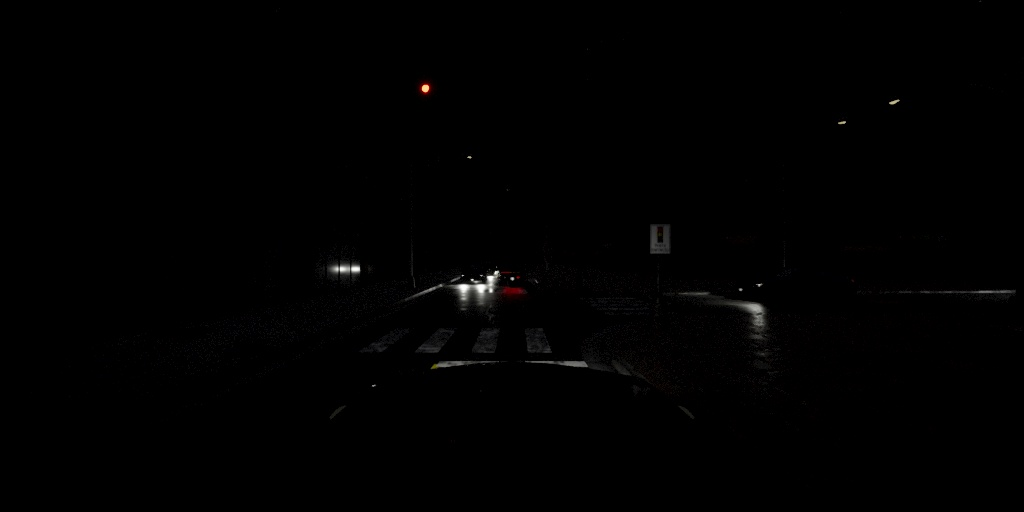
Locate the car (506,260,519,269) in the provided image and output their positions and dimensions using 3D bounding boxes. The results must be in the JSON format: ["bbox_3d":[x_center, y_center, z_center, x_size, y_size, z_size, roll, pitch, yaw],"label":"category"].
[{"bbox_3d":[0.055,1.337,60.141,2.033,1.411,5.357,0,0,0],"label":"car"}]

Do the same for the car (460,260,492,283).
[{"bbox_3d":[-2.883,1.303,28.043,2.033,1.411,5.357,0,0,-1],"label":"car"}]

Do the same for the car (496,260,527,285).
[{"bbox_3d":[0.010,1.259,26.449,1.837,1.490,4.892,-1,0,0],"label":"car"}]

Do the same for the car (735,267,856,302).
[{"bbox_3d":[12.503,1.197,15.939,4.674,1.442,1.812,-1,0,0],"label":"car"}]

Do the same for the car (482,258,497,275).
[{"bbox_3d":[-2.875,1.268,38.451,1.837,1.490,4.892,0,0,0],"label":"car"}]

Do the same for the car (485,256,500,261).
[{"bbox_3d":[-2.873,0.996,48.973,2.150,2.045,5.566,0,0,0],"label":"car"}]
